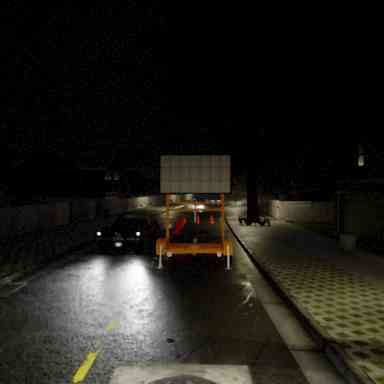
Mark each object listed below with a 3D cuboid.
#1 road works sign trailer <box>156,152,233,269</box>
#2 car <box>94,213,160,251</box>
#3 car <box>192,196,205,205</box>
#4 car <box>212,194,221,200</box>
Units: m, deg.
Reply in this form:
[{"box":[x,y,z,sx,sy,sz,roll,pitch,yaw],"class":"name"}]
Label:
[{"box":[0.114,0.464,11.127,2.380,3.560,2.880,0,0,2],"class":"road works sign trailer"},{"box":[-2.608,1.599,14.276,1.895,1.301,4.718,0,0,2],"class":"car"},{"box":[1.164,1.456,56.559,2.128,1.511,4.902,0,0,9],"class":"car"},{"box":[6.123,1.305,83.469,1.837,1.490,4.892,0,0,12],"class":"car"}]
